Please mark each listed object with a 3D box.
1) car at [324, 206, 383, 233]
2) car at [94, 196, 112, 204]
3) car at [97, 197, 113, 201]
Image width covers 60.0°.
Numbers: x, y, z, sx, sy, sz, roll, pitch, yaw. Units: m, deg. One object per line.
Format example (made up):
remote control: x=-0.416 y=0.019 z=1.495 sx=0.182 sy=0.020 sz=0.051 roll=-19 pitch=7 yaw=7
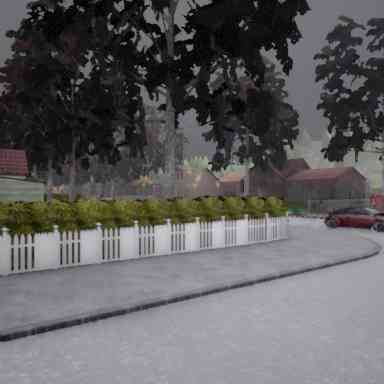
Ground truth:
car: x=10.032 y=1.558 z=19.567 sx=1.994 sy=1.385 sz=4.181 roll=0 pitch=0 yaw=-43
car: x=-17.268 y=1.556 z=64.447 sx=1.994 sy=1.385 sz=4.181 roll=0 pitch=0 yaw=-36
car: x=-13.202 y=1.541 z=51.606 sx=2.033 sy=1.411 sz=5.357 roll=0 pitch=0 yaw=-35
